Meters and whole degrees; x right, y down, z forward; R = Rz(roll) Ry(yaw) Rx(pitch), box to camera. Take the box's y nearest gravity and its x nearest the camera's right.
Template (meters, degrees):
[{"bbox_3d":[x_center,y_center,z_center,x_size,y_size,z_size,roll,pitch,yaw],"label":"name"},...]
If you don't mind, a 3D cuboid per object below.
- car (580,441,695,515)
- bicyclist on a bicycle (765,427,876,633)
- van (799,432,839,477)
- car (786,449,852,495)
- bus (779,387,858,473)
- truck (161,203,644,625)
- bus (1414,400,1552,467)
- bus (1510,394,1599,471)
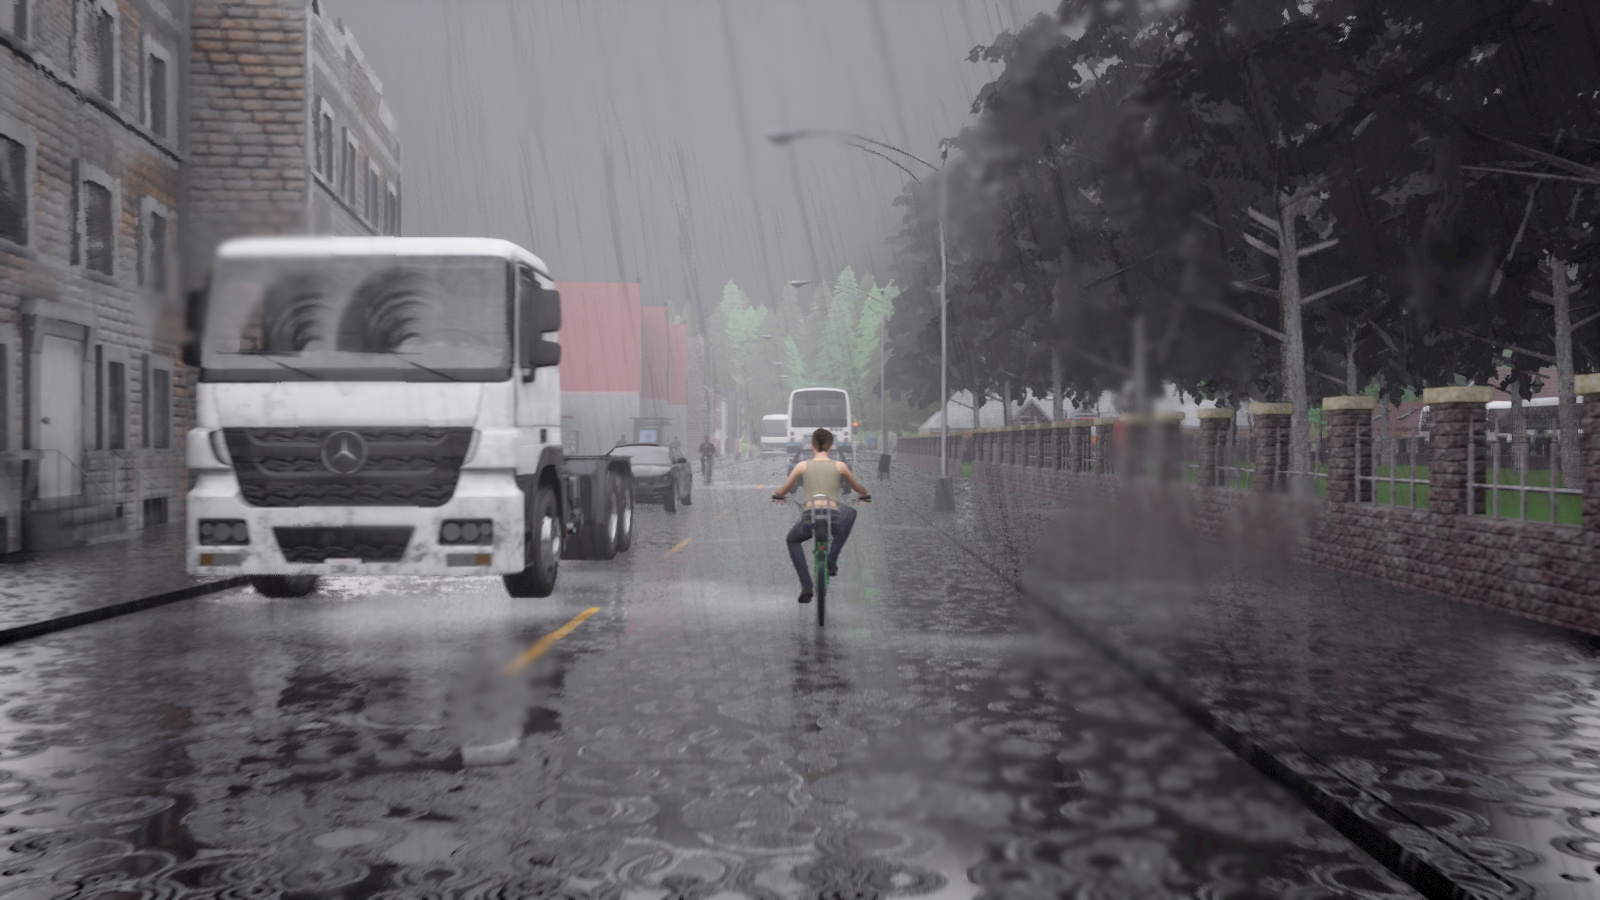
[{"bbox_3d":[-3.565,0.561,28.359,1.882,1.535,5.008,0,0,1],"label":"car"},{"bbox_3d":[0.174,0.624,10.578,0.866,1.612,1.509,0,0,1],"label":"bicyclist on a bicycle"},{"bbox_3d":[0.886,0.174,57.847,1.775,1.987,4.442,0,0,1],"label":"van"},{"bbox_3d":[0.578,0.632,38.216,1.895,1.301,4.718,0,0,1],"label":"car"},{"bbox_3d":[1.046,-1.010,67.583,3.944,4.253,10.273,0,0,1],"label":"bus"},{"bbox_3d":[-3.767,-0.319,14.306,2.891,3.462,7.936,0,0,1],"label":"truck"},{"bbox_3d":[46.169,-1.070,85.393,3.944,4.253,10.273,0,0,1],"label":"bus"},{"bbox_3d":[46.195,-0.999,72.766,3.944,4.253,10.273,0,0,-2],"label":"bus"}]
